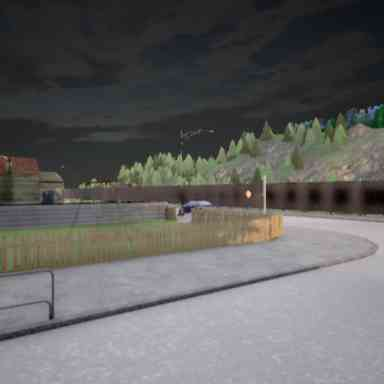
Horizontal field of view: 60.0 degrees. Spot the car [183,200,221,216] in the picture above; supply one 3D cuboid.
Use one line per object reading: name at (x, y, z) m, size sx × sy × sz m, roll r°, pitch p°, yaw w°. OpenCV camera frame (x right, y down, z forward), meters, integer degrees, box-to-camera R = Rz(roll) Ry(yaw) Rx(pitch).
car at (0.872, 1.490, 31.570) m, size 1.812 × 1.442 × 4.674 m, roll 0°, pitch 0°, yaw -35°
